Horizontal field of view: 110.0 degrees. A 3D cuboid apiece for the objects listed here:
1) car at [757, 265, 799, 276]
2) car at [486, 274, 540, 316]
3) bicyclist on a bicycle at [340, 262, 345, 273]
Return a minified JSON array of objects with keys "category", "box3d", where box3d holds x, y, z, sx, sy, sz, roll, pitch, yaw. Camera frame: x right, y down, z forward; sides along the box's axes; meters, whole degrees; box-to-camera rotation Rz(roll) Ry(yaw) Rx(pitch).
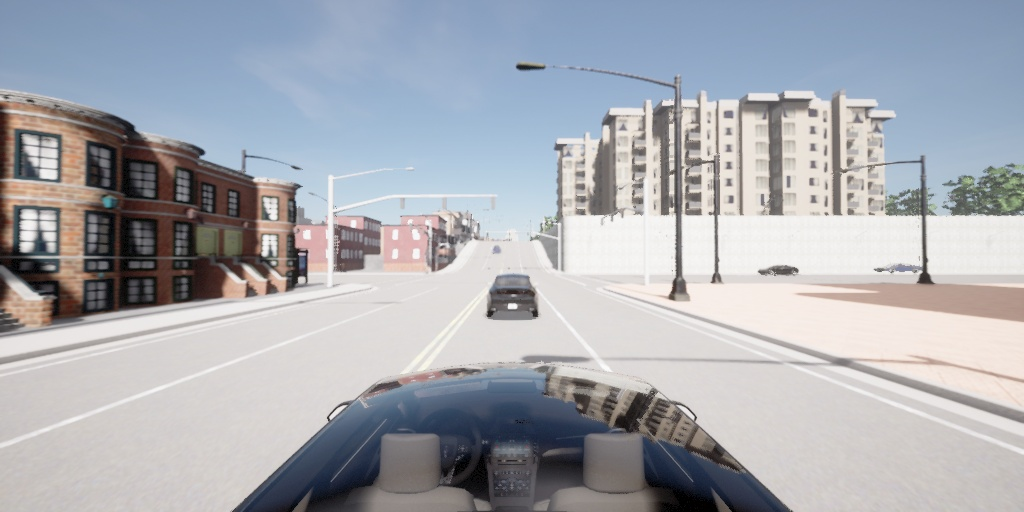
[{"category":"car","box3d":[35.215,1.888,47.508,4.892,1.490,1.837,0,-1,0]},{"category":"car","box3d":[0.044,1.428,14.158,1.837,1.490,4.892,0,0,1]},{"category":"bicyclist on a bicycle","box3d":[-25.264,1.766,53.508,0.582,1.620,1.656,0,-1,0]}]
